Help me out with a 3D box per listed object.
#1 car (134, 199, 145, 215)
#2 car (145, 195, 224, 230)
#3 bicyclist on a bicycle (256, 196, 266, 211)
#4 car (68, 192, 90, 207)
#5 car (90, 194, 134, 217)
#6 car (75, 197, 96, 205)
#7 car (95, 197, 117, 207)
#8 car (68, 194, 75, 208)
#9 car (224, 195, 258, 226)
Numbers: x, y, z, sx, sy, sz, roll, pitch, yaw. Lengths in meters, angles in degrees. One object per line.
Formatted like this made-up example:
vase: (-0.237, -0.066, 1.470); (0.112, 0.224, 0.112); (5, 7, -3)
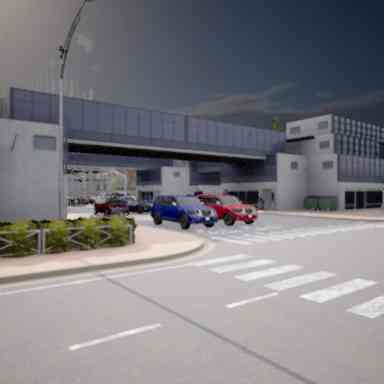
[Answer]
car: (-5.333, 1.548, 34.292); (2.033, 1.411, 5.357); (0, 0, -36)
car: (-0.661, 1.222, 21.857); (2.150, 2.045, 5.566); (0, 0, -35)
bicyclist on a bicycle: (7.508, 1.304, 36.146); (1.656, 1.620, 0.582); (0, 0, -36)
car: (-17.877, 1.351, 51.736); (2.097, 1.767, 4.553); (0, 0, -36)
car: (-7.659, 1.351, 31.540); (2.097, 1.767, 4.553); (0, 0, -36)
car: (-18.987, 1.547, 59.255); (2.033, 1.411, 5.357); (0, 0, -36)
car: (-13.352, 1.526, 51.576); (1.812, 1.442, 4.674); (0, 0, -35)
car: (-18.332, 1.477, 46.337); (1.882, 1.535, 5.008); (0, 0, -35)
car: (2.183, 1.222, 23.941); (2.150, 2.045, 5.566); (0, 0, -36)
